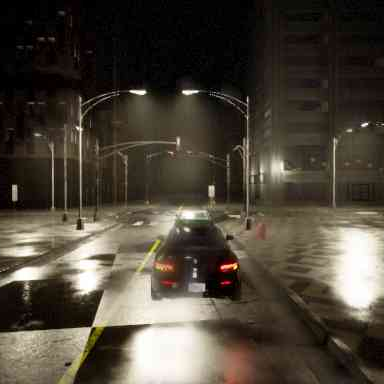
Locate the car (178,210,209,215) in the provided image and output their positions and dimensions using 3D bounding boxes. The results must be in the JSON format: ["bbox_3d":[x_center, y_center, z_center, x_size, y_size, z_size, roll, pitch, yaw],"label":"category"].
[{"bbox_3d":[0.076,1.593,17.211,1.895,1.301,4.718,0,0,0],"label":"car"}]

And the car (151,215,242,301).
[{"bbox_3d":[0.086,1.523,8.186,1.812,1.442,4.674,0,0,0],"label":"car"}]
